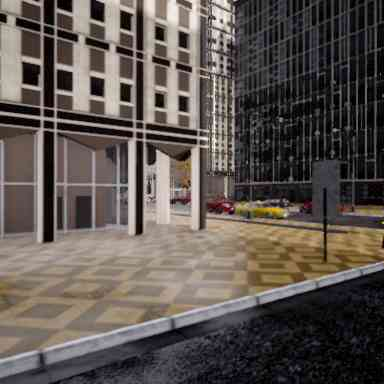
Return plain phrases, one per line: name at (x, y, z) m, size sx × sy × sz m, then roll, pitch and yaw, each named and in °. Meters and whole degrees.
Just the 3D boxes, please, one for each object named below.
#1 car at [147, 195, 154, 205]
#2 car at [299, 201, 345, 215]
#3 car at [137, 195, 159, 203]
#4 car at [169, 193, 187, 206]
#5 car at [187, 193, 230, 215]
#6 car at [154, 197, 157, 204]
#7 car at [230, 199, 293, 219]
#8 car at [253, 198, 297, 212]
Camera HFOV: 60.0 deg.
car at (-8.515, 0.921, 50.475) m, size 2.150 × 2.045 × 5.566 m, roll 0°, pitch 0°, yaw -36°
car at (12.397, 1.322, 31.993) m, size 1.967 × 1.590 × 4.097 m, roll 1°, pitch 0°, yaw -36°
car at (-7.923, 1.210, 59.315) m, size 1.887 × 1.381 × 4.507 m, roll 1°, pitch 0°, yaw -36°
car at (-1.183, 1.056, 50.183) m, size 2.192 × 1.841 × 5.009 m, roll 1°, pitch 0°, yaw -36°
car at (2.098, 1.144, 31.451) m, size 2.192 × 1.841 × 5.009 m, roll 1°, pitch 0°, yaw -36°
car at (-4.655, 1.228, 54.886) m, size 1.752 × 1.417 × 4.829 m, roll 1°, pitch 0°, yaw -36°
car at (5.545, 1.388, 26.727) m, size 1.752 × 1.417 × 4.829 m, roll 1°, pitch 0°, yaw -36°
car at (9.000, 1.399, 36.544) m, size 2.008 × 1.369 × 4.403 m, roll 1°, pitch 0°, yaw -36°
